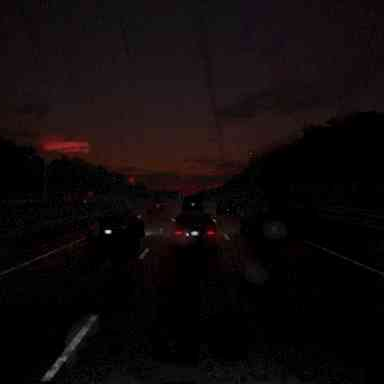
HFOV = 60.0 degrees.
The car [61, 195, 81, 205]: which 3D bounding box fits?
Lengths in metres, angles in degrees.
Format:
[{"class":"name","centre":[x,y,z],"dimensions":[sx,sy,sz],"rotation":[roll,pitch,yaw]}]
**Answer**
[{"class":"car","centre":[-21.040,1.505,58.396],"dimensions":[2.150,2.045,5.566],"rotation":[0,-1,1]}]

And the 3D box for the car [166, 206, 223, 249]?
[{"class":"car","centre":[0.099,1.568,14.637],"dimensions":[2.033,1.411,5.357],"rotation":[0,0,0]}]

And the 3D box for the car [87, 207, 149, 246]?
[{"class":"car","centre":[-3.403,1.586,15.509],"dimensions":[1.994,1.385,4.181],"rotation":[0,0,0]}]

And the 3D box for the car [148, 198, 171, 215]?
[{"class":"car","centre":[-3.402,1.439,35.427],"dimensions":[2.097,1.767,4.553],"rotation":[0,0,0]}]

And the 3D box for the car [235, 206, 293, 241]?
[{"class":"car","centre":[3.598,1.504,16.913],"dimensions":[1.882,1.535,5.008],"rotation":[0,0,0]}]

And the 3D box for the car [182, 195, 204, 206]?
[{"class":"car","centre":[0.098,1.306,34.782],"dimensions":[2.150,2.045,5.566],"rotation":[0,0,0]}]

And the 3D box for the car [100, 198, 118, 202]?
[{"class":"car","centre":[-14.053,1.775,58.472],"dimensions":[2.128,1.511,4.902],"rotation":[0,-1,1]}]

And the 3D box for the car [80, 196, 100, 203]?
[{"class":"car","centre":[-17.550,1.642,58.963],"dimensions":[2.097,1.767,4.553],"rotation":[0,-1,1]}]

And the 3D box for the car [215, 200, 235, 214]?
[{"class":"car","centre":[3.597,1.580,35.680],"dimensions":[2.128,1.511,4.902],"rotation":[0,0,0]}]
